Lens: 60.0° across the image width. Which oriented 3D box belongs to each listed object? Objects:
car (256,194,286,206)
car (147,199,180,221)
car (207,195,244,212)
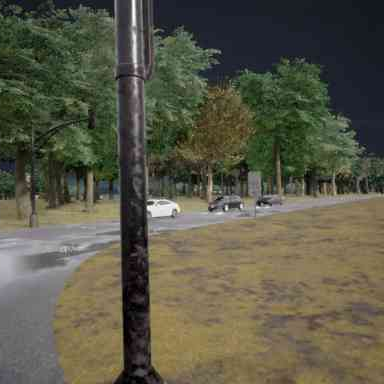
[{"bbox_3d":[9.766,0.970,40.948,2.033,1.411,5.357,-3,-1,37],"label":"car"},{"bbox_3d":[-2.779,1.268,24.469,1.812,1.442,4.674,-3,-1,37],"label":"car"},{"bbox_3d":[3.354,1.087,32.537,1.837,1.490,4.892,-3,-1,37],"label":"car"}]
